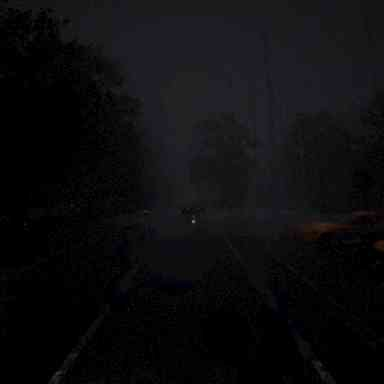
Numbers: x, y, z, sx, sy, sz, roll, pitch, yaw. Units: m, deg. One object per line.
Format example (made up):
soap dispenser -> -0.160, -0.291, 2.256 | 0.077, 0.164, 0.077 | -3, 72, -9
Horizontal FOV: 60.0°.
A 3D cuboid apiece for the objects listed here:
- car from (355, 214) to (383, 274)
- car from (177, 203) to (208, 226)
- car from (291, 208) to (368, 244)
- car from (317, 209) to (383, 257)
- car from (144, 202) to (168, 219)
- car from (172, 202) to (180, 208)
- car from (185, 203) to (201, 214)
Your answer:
car -> 7.090, 1.452, 8.183 | 5.008, 1.535, 2.097 | 0, 0, 0
car -> 0.103, 1.710, 24.132 | 1.895, 1.301, 4.718 | 0, -1, 0
car -> 6.902, 1.460, 13.724 | 5.366, 1.575, 1.946 | 0, 0, 0
car -> 7.091, 1.455, 10.955 | 4.892, 1.521, 2.231 | 0, 0, 0
car -> -3.343, 1.741, 31.652 | 1.837, 1.490, 4.892 | 0, -1, 0
car -> -3.239, 2.937, 72.273 | 1.994, 1.385, 4.181 | 0, -2, 0
car -> 0.106, 2.093, 42.045 | 1.895, 1.301, 4.718 | 0, -2, 0
